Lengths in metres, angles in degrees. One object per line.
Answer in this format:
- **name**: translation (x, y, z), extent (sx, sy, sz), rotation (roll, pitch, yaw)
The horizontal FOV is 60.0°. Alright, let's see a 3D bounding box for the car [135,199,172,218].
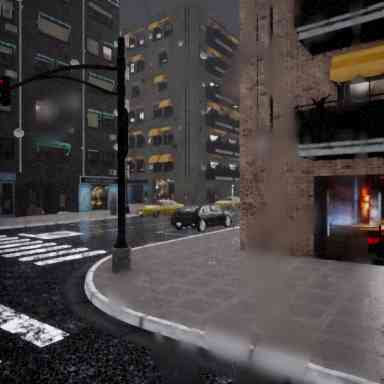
- **car**: translation (-2.524, 1.252, 27.351), extent (1.752, 1.417, 4.829), rotation (1, 1, 36)

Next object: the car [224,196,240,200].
- **car**: translation (4.146, 1.111, 36.523), extent (1.752, 1.417, 4.829), rotation (1, 1, 36)

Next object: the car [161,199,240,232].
- **car**: translation (0.631, 1.332, 18.292), extent (2.008, 1.369, 4.403), rotation (1, 1, 36)
